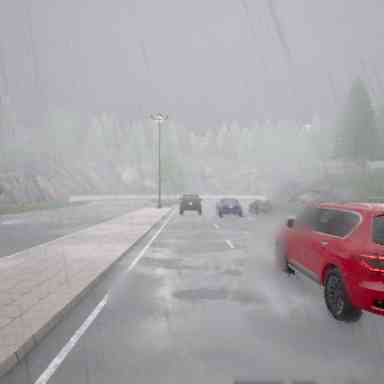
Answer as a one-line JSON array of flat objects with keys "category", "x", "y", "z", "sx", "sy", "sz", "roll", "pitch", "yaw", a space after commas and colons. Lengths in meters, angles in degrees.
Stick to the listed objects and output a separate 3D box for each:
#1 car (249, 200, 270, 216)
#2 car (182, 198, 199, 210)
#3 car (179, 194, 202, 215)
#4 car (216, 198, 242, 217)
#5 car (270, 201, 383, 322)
[{"category": "car", "x": 6.880, "y": 1.491, "z": 32.777, "sx": 2.128, "sy": 1.511, "sz": 4.902, "roll": 0, "pitch": 0, "yaw": 0}, {"category": "car", "x": -0.186, "y": 1.547, "z": 44.436, "sx": 2.033, "sy": 1.411, "sz": 5.357, "roll": 0, "pitch": 0, "yaw": 0}, {"category": "car", "x": -0.134, "y": 1.222, "z": 34.243, "sx": 2.150, "sy": 2.045, "sz": 5.566, "roll": 0, "pitch": 0, "yaw": 0}, {"category": "car", "x": 3.390, "y": 1.351, "z": 31.241, "sx": 2.097, "sy": 1.767, "sz": 4.553, "roll": 0, "pitch": 0, "yaw": 0}, {"category": "car", "x": 3.543, "y": 1.221, "z": 7.376, "sx": 2.150, "sy": 2.045, "sz": 5.566, "roll": 0, "pitch": 0, "yaw": 0}]
